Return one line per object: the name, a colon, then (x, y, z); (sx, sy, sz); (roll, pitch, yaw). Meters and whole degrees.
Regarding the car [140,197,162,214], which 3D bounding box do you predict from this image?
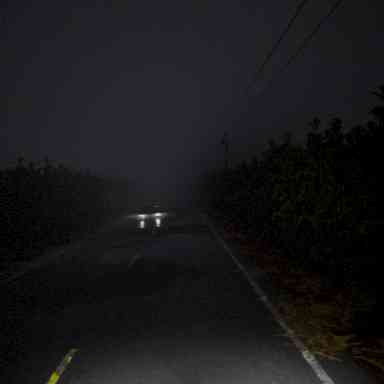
car: (-4.234, 1.326, 34.708); (1.882, 1.535, 5.008); (-3, 1, -2)
